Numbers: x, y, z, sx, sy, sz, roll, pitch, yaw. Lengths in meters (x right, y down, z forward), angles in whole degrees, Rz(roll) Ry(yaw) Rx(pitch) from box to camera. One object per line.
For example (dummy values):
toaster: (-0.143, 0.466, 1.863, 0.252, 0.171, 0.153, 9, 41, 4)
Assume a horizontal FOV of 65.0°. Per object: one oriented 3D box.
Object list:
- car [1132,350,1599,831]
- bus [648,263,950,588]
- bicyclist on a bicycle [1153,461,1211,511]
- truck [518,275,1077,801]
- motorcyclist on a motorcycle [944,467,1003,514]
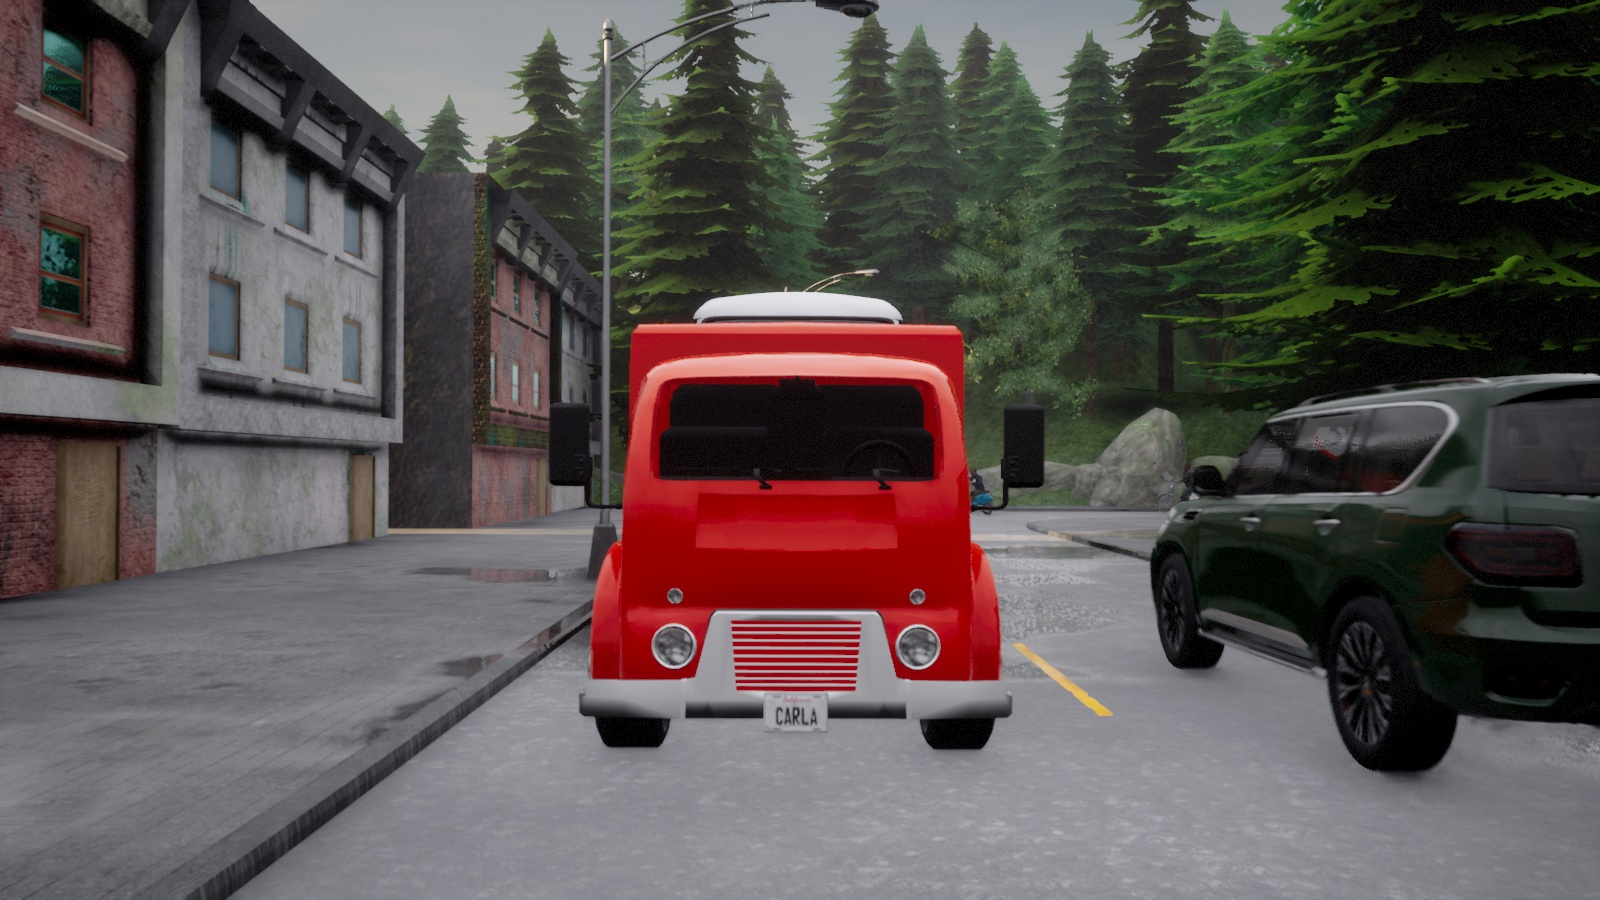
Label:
car: (3.979, 0.632, 8.137, 2.150, 2.045, 5.566, 0, -1, 0)
bus: (-0.091, -0.251, 21.590, 3.944, 4.253, 10.273, 0, -1, -1)
bicyclist on a bicycle: (13.526, 1.274, 44.473, 1.843, 1.776, 0.659, 0, -1, -1)
truck: (-0.024, 0.448, 8.523, 2.627, 2.467, 5.204, 0, -1, 0)
motorcyclist on a motorcycle: (5.867, 1.361, 42.555, 1.817, 1.590, 0.866, 1, -1, -27)
